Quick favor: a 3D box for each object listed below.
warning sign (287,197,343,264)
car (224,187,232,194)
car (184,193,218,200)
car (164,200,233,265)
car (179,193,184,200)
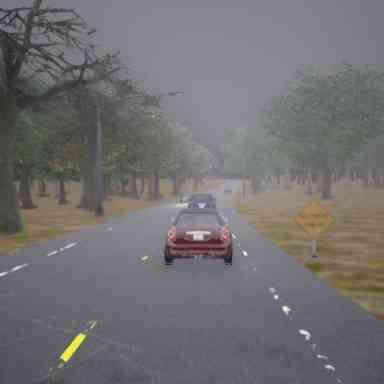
[{"bbox_3d":[3.679,1.107,10.042,1.300,1.860,1.060,0,0,1],"label":"warning sign"},{"bbox_3d":[10.113,-0.507,94.100,2.097,1.767,4.553,0,2,9],"label":"car"},{"bbox_3d":[0.867,1.068,26.668,2.150,2.045,5.566,0,1,4],"label":"car"},{"bbox_3d":[0.260,1.336,11.868,2.097,1.767,4.553,0,0,2],"label":"car"},{"bbox_3d":[-0.780,0.926,51.380,2.128,1.511,4.902,0,1,6],"label":"car"}]
